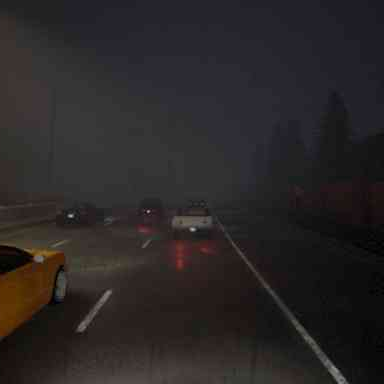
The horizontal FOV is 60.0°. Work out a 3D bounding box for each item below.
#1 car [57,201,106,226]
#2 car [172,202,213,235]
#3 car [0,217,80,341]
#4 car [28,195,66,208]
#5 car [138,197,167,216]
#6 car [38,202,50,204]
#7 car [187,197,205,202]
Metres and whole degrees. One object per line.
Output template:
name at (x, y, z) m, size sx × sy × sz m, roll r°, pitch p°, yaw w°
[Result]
car at (-6.881, 1.312, 20.987) m, size 1.994 × 1.385 × 4.181 m, roll 0°, pitch 1°, yaw 1°
car at (0.058, 1.392, 17.333) m, size 1.895 × 1.301 × 4.718 m, roll 0°, pitch 1°, yaw 1°
car at (-3.432, 1.419, 4.771) m, size 1.882 × 1.535 × 5.008 m, roll 0°, pitch 1°, yaw 0°
car at (-17.147, 1.072, 39.725) m, size 2.033 × 1.411 × 5.357 m, roll 0°, pitch 1°, yaw 2°
car at (-3.246, 1.174, 27.667) m, size 1.837 × 1.490 × 4.892 m, roll 0°, pitch 1°, yaw 1°
car at (-13.768, 1.131, 32.976) m, size 1.812 × 1.442 × 4.674 m, roll 0°, pitch 1°, yaw 2°
car at (0.427, 1.179, 35.159) m, size 1.895 × 1.301 × 4.718 m, roll 0°, pitch 1°, yaw 1°
